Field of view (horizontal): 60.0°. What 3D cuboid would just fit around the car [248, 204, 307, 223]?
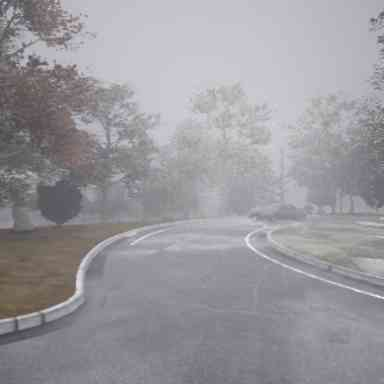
[{"bbox_3d":[7.127,1.688,27.417,5.357,1.411,2.033,1,0,-34],"label":"car"}]
